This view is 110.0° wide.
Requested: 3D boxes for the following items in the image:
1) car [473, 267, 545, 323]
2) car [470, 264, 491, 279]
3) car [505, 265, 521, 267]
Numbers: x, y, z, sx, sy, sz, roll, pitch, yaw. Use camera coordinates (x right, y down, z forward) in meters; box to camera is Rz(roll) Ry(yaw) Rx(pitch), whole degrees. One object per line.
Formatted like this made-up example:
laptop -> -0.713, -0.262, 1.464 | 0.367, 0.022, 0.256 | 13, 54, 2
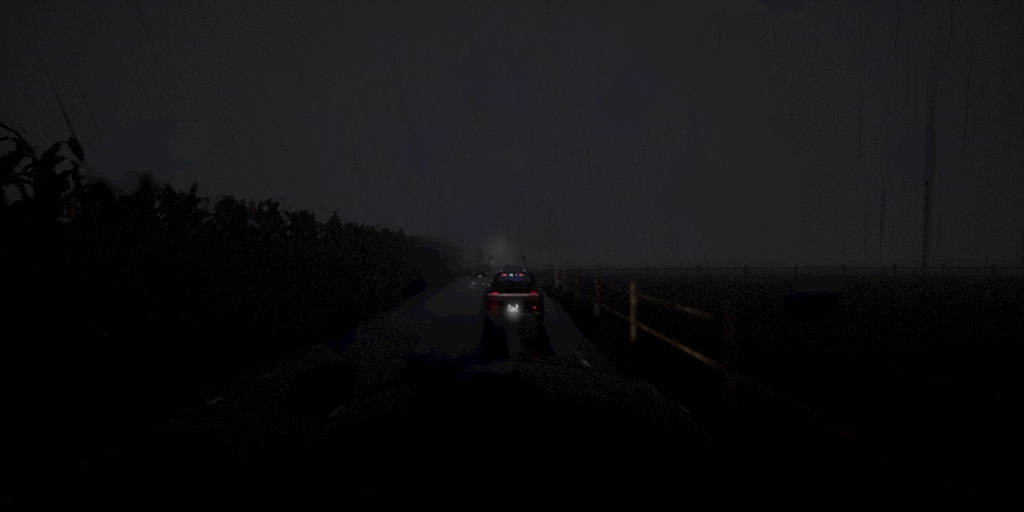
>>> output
car -> 0.078, 1.297, 12.366 | 2.128, 1.511, 4.902 | 0, 0, 0
car -> -2.851, 1.456, 34.708 | 2.033, 1.411, 5.357 | 0, 0, 0
car -> 0.085, 1.427, 28.421 | 2.033, 1.411, 5.357 | 0, 0, 0
